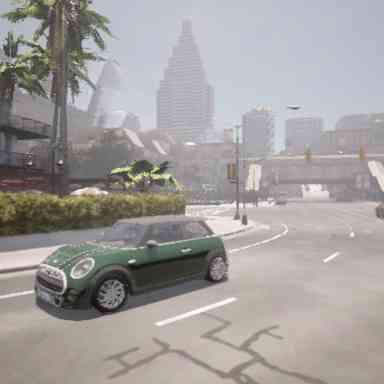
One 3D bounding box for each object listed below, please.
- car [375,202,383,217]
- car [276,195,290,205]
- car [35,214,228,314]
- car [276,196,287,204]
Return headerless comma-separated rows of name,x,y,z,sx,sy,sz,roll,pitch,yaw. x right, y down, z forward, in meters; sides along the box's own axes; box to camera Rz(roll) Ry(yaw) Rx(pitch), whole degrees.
car,18.143,1.497,30.017,2.097,1.767,4.553,0,0,16
car,18.549,1.882,68.545,2.097,1.535,5.008,0,0,15
car,-1.210,1.412,7.975,4.553,1.767,2.097,0,-1,-44
car,20.133,1.794,74.774,2.185,1.767,4.553,0,0,15
